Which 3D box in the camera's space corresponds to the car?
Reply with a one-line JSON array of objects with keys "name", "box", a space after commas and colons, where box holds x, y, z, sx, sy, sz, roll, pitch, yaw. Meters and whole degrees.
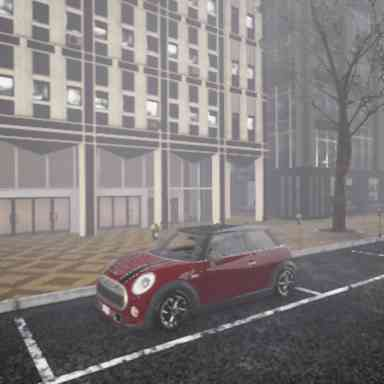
[{"name": "car", "box": [0.191, 1.416, 6.700, 4.097, 1.590, 1.967, 0, 0, -35]}]
